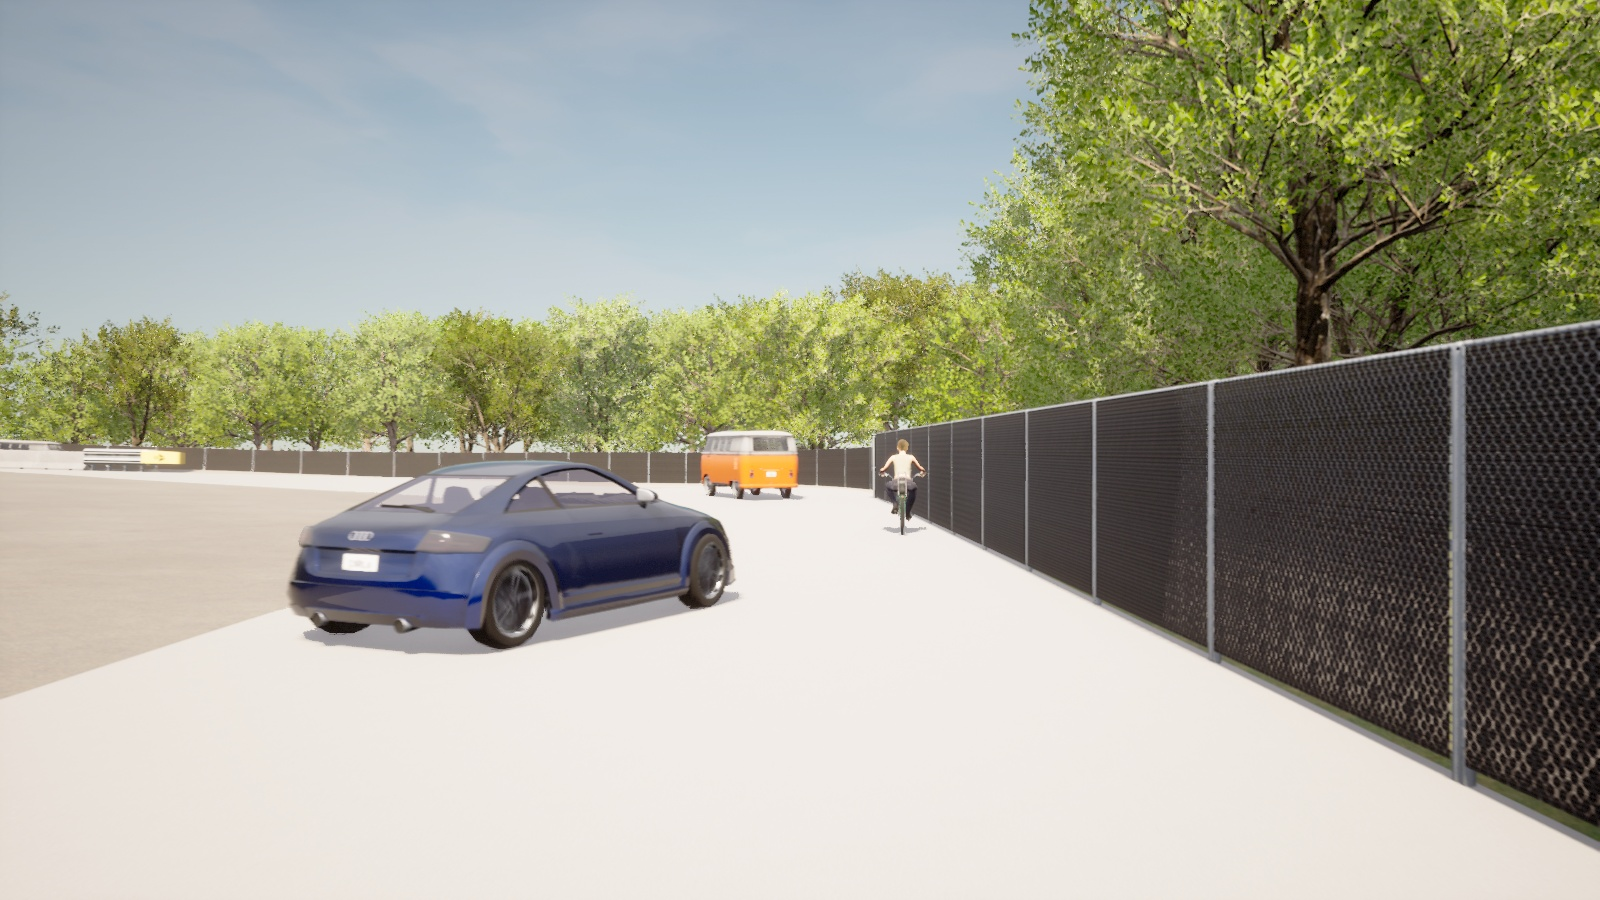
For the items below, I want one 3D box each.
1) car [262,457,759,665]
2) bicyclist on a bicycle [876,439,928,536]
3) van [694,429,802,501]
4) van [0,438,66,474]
[{"bbox_3d":[-2.242,0.774,10.930,1.994,1.385,4.181,0,0,27],"label":"car"},{"bbox_3d":[1.775,0.626,21.760,0.866,1.612,1.509,0,0,5],"label":"bicyclist on a bicycle"},{"bbox_3d":[-1.630,0.417,37.467,1.775,1.987,4.442,0,0,-23],"label":"van"},{"bbox_3d":[-46.044,0.330,74.014,4.442,1.987,1.775,2,-2,0],"label":"van"}]
